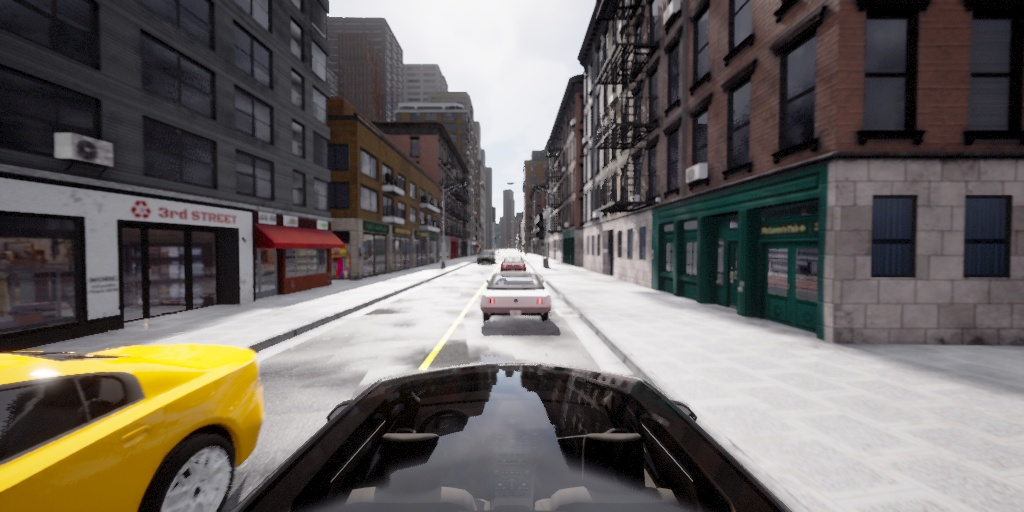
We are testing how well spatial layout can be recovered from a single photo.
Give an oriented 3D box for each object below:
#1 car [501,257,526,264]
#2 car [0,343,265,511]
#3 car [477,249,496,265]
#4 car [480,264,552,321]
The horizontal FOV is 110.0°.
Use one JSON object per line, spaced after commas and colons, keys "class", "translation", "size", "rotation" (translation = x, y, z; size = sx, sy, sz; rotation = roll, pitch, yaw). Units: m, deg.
{"class": "car", "translation": [0.100, 0.717, 28.169], "size": [1.895, 1.301, 4.718], "rotation": [0, 1, 0]}
{"class": "car", "translation": [-3.100, 1.243, 1.037], "size": [1.882, 1.535, 5.008], "rotation": [0, 1, 0]}
{"class": "car", "translation": [-3.087, 0.093, 43.632], "size": [2.097, 1.767, 4.553], "rotation": [0, 1, 0]}
{"class": "car", "translation": [0.100, 1.121, 11.356], "size": [1.895, 1.301, 4.718], "rotation": [0, 1, 0]}
